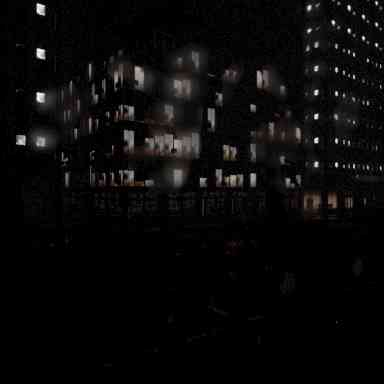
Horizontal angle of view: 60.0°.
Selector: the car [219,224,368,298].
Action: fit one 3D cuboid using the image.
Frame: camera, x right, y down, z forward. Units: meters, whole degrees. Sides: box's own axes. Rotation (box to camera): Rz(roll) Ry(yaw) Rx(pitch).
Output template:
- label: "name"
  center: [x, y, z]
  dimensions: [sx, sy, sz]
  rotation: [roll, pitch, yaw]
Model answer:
- label: "car"
  center: [2.711, 1.545, 8.481]
  dimensions: [4.507, 1.381, 1.887]
  rotation: [0, 0, -35]
